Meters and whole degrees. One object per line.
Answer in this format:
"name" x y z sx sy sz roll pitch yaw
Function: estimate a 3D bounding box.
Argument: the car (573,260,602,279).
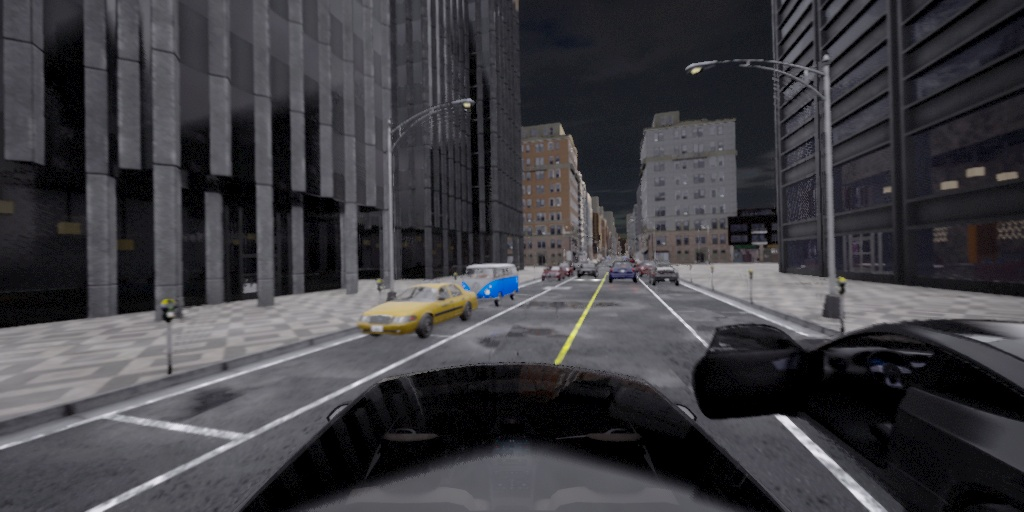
"car" 7.483 1.391 35.226 1.837 1.490 4.892 -1 -1 17

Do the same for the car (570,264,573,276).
"car" 5.404 1.388 38.051 1.967 1.591 4.097 0 0 16

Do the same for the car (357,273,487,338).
"car" -2.517 1.412 10.806 1.751 1.417 4.829 0 0 16

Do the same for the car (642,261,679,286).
"car" 10.434 1.292 24.818 2.007 1.370 4.403 0 0 16

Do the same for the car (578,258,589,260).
"car" 11.702 1.296 59.714 2.192 1.841 5.009 0 0 16

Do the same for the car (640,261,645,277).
"car" 13.582 1.200 35.649 1.967 1.591 4.097 0 0 16

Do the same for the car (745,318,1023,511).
"car" 3.669 1.212 2.737 1.812 1.442 4.674 -1 -1 16

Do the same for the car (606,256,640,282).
"car" 9.007 1.158 29.297 2.097 1.767 4.553 -1 -1 17

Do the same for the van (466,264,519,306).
"van" -0.894 1.244 16.387 1.690 1.789 3.998 0 0 16

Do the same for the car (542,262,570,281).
"car" 3.829 1.521 32.634 1.802 1.307 4.207 0 0 16
